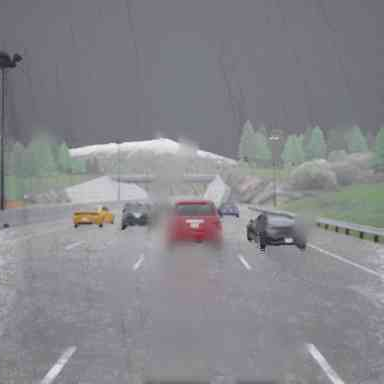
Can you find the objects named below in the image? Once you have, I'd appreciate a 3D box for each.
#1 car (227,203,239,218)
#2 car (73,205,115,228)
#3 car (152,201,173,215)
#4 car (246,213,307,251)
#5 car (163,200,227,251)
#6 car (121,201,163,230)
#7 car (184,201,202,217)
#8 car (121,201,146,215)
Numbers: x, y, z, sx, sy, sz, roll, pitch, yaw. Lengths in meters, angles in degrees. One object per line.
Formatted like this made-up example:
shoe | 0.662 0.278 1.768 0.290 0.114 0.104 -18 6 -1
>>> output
car | 3.603 1.828 33.602 2.033 1.411 5.357 0 0 0
car | -6.897 1.678 23.880 1.882 1.535 5.008 0 -1 0
car | -3.397 1.818 39.183 2.128 1.511 4.902 0 0 0
car | 3.602 1.649 14.672 1.812 1.442 4.674 0 0 0
car | 0.102 1.346 14.866 2.150 2.045 5.566 0 0 0
car | -3.397 1.543 22.830 2.097 1.767 4.553 0 0 0
car | 0.104 1.780 36.326 1.882 1.535 5.008 0 0 0
car | -6.895 1.822 39.618 2.128 1.511 4.902 0 0 0
